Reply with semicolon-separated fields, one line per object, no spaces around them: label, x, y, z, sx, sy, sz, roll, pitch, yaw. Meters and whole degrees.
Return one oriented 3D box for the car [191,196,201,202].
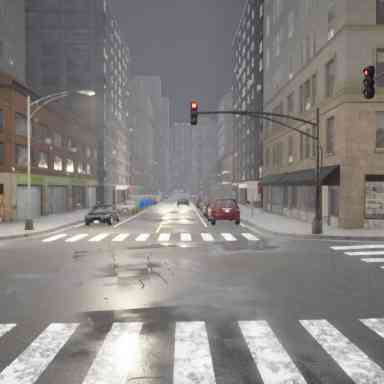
car;0.871;1.539;74.306;2.008;1.369;4.403;-1;0;-2

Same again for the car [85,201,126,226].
car;-6.296;1.569;23.820;1.947;1.339;4.313;-1;0;-2

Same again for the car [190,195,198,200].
car;0.419;1.526;91.058;2.008;1.369;4.403;-1;0;-2

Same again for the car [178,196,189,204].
car;-1.706;1.542;63.816;2.033;1.411;5.357;0;0;-2

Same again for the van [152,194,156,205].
van;-7.058;1.341;51.739;1.690;1.788;3.998;-1;0;-2

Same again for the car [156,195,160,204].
car;-7.211;1.313;57.323;2.192;1.841;5.009;-1;0;-2

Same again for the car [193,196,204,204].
car;1.172;1.560;63.139;1.947;1.339;4.313;-1;0;-2

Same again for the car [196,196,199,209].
car;1.770;1.528;40.973;1.752;1.417;4.829;-1;0;-2

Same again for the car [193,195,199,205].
car;1.621;1.317;46.387;2.192;1.841;5.009;-1;0;-2

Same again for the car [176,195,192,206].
car;-1.422;1.504;53.398;1.837;1.490;4.892;0;0;-2

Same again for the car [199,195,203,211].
car;2.073;1.319;29.636;2.192;1.841;5.009;-1;0;-2

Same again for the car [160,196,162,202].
car;-7.361;1.435;62.907;1.967;1.590;4.097;-1;0;-2

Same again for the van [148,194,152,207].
van;-6.907;1.343;46.156;1.690;1.788;3.998;-1;0;-2

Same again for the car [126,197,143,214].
car;-6.596;1.529;34.818;1.752;1.417;4.829;-1;0;-2

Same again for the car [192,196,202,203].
car;1.021;1.557;68.723;1.947;1.339;4.313;-1;0;-2

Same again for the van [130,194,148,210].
van;-6.754;1.344;40.571;1.690;1.788;3.998;-1;0;-2

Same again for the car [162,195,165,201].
car;-7.665;1.429;74.074;1.967;1.590;4.097;-1;0;-2

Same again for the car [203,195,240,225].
car;2.224;1.318;24.052;2.192;1.841;5.009;-1;0;-2
